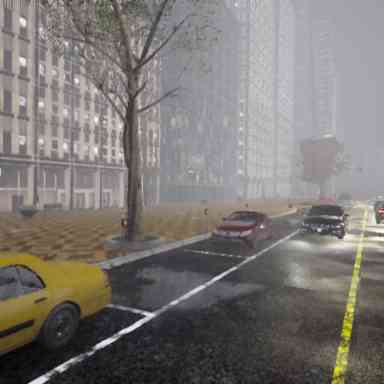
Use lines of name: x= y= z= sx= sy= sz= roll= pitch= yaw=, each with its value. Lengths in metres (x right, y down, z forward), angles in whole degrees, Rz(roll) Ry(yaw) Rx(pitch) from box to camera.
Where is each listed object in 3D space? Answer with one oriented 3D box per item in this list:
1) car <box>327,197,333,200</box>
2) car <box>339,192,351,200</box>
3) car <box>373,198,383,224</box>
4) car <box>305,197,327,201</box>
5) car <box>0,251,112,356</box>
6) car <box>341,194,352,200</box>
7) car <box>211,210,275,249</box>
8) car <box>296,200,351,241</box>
car: x=15.348 y=1.221 z=38.156 sx=1.887 sy=1.381 sz=4.507 roll=1 pitch=1 yaw=28
car: x=30.654 y=0.835 z=66.698 sx=2.192 sy=1.841 sz=5.009 roll=1 pitch=1 yaw=28
car: x=13.658 y=1.389 z=22.782 sx=1.812 sy=1.442 sz=4.674 roll=1 pitch=1 yaw=29
car: x=10.040 y=1.262 z=28.254 sx=1.752 sy=1.417 sz=4.829 roll=1 pitch=1 yaw=28
car: x=-3.031 y=1.420 z=3.874 sx=1.752 sy=1.417 sz=4.829 roll=1 pitch=1 yaw=28
car: x=33.260 y=1.061 z=71.569 sx=1.947 sy=1.339 sz=4.313 roll=1 pitch=1 yaw=28
car: x=2.277 y=1.412 z=13.777 sx=1.802 sy=1.307 sz=4.206 roll=1 pitch=1 yaw=28
car: x=6.571 y=1.360 z=16.286 sx=1.837 sy=1.490 sz=4.892 roll=1 pitch=1 yaw=28
